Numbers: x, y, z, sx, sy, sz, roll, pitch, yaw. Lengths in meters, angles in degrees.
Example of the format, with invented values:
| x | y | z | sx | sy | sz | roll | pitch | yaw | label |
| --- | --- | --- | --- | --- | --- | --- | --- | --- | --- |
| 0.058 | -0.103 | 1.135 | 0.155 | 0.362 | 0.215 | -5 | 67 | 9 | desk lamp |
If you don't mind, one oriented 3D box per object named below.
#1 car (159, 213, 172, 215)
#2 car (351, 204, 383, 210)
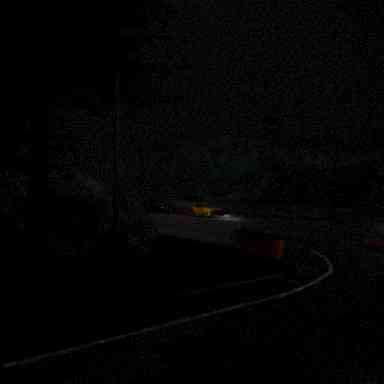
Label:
| x | y | z | sx | sy | sz | roll | pitch | yaw | label |
| --- | --- | --- | --- | --- | --- | --- | --- | --- | --- |
| -3.925 | 1.632 | 38.206 | 2.150 | 2.045 | 5.566 | 1 | 0 | -36 | car |
| 19.255 | 2.087 | 36.426 | 1.882 | 1.535 | 5.008 | 1 | 0 | -36 | car |
